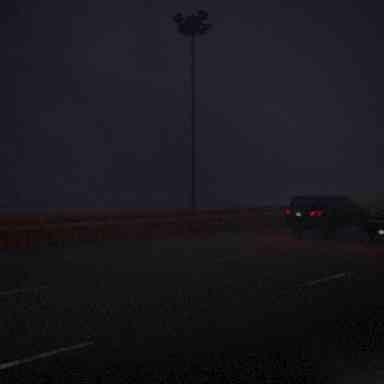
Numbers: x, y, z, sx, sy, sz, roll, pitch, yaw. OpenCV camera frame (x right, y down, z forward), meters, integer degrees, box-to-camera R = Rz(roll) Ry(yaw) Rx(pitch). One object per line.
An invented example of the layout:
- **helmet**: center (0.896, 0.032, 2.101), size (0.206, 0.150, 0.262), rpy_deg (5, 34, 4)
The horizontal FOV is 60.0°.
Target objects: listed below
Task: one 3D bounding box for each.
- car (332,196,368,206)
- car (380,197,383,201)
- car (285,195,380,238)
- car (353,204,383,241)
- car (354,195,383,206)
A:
- **car**: center (24.959, 1.348, 52.505), size (5.357, 1.411, 2.033), rpy_deg (0, 0, -24)
- **car**: center (26.934, 1.373, 45.680), size (4.181, 1.385, 1.994), rpy_deg (0, 0, -25)
- **car**: center (7.328, 1.160, 17.605), size (5.566, 2.045, 2.150), rpy_deg (0, 0, -35)
- **car**: center (9.741, 1.425, 15.027), size (4.902, 1.511, 2.128), rpy_deg (0, 0, -35)
- **car**: center (26.621, 1.279, 49.379), size (5.008, 1.535, 1.882), rpy_deg (0, 0, -24)
